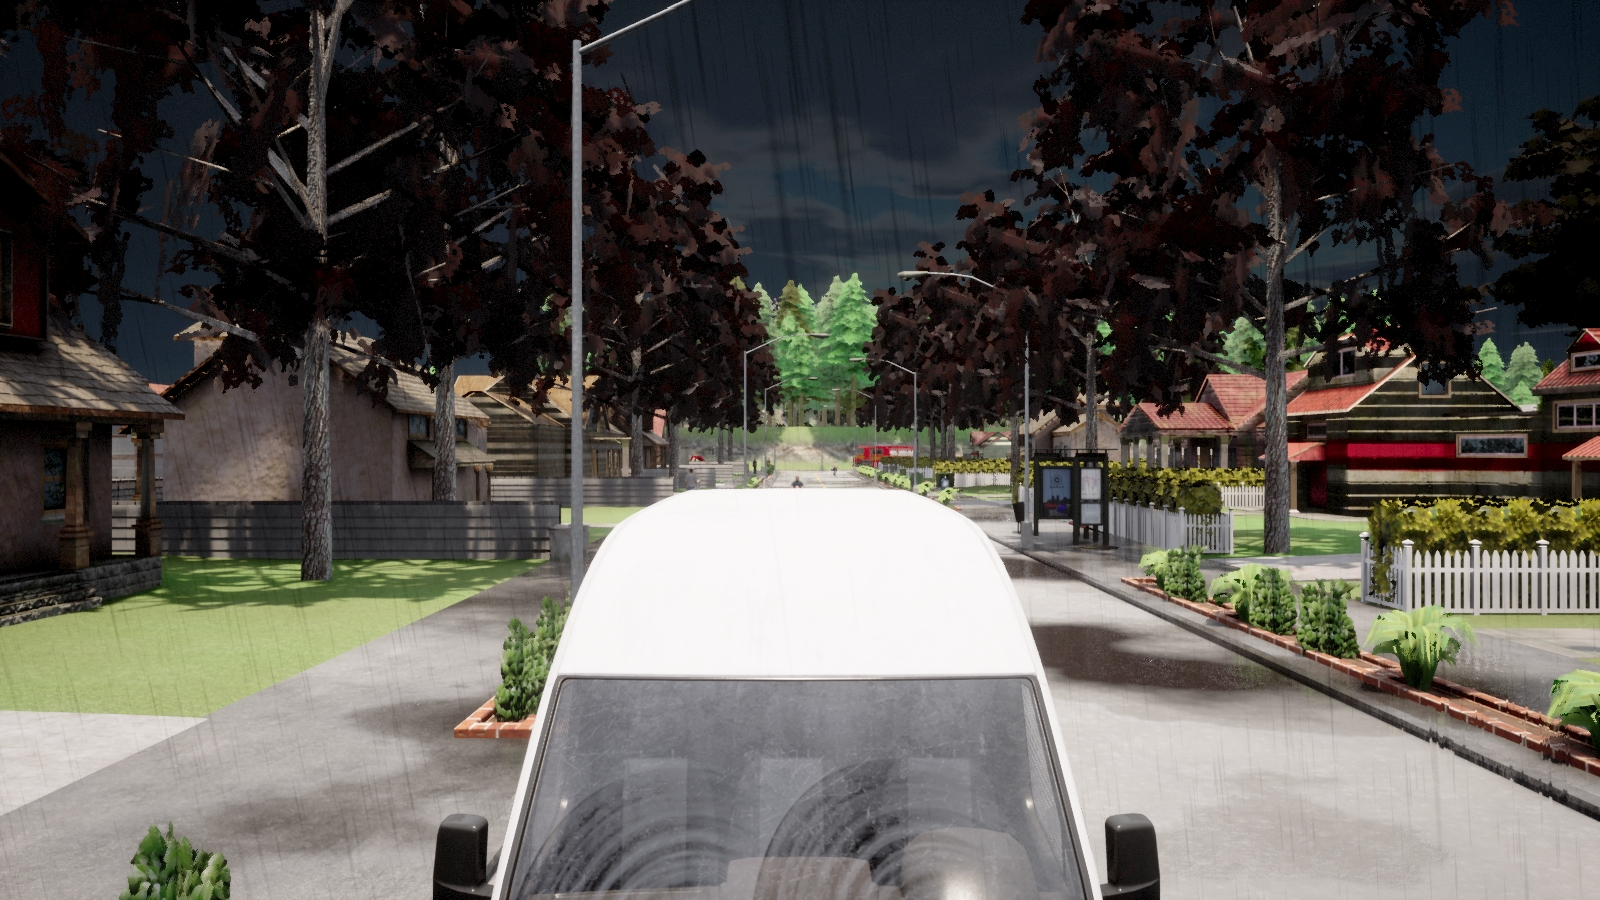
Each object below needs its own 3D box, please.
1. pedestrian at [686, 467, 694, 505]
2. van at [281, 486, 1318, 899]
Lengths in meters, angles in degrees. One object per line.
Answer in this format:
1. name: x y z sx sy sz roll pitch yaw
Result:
1. pedestrian: -5.369 1.743 55.612 0.375 1.860 0.375 0 0 -3
2. van: -0.006 1.534 5.149 1.988 2.561 5.915 0 0 0
